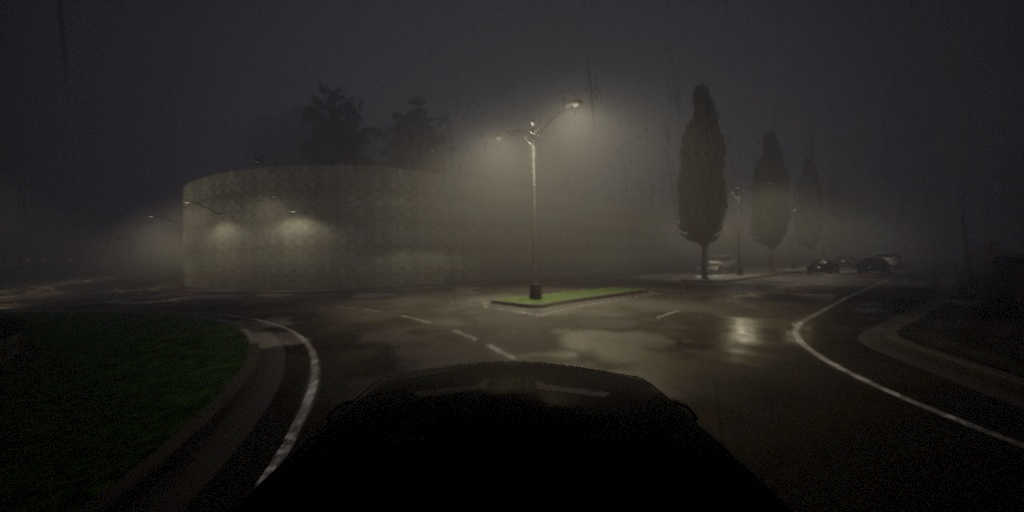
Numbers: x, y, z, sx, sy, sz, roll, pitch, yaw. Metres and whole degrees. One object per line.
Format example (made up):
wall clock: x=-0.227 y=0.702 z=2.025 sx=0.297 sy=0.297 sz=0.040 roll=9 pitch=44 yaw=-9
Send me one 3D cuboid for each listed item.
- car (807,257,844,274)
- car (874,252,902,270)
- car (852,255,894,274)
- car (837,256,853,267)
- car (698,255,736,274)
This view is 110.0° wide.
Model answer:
car: x=31.804 y=1.061 z=36.600 sx=4.181 sy=1.385 sz=1.994 roll=-1 pitch=-1 yaw=-39
car: x=44.257 y=0.543 z=42.365 sx=5.566 sy=2.045 sz=2.150 roll=-1 pitch=-1 yaw=-39
car: x=34.804 y=0.902 z=34.521 sx=5.008 sy=1.535 sz=1.882 roll=0 pitch=-1 yaw=-38
car: x=41.992 y=0.743 z=45.030 sx=4.553 sy=1.767 sz=2.097 roll=-1 pitch=-1 yaw=-39
car: x=22.617 y=0.909 z=39.511 sx=5.566 sy=2.045 sz=2.150 roll=0 pitch=-1 yaw=-39
